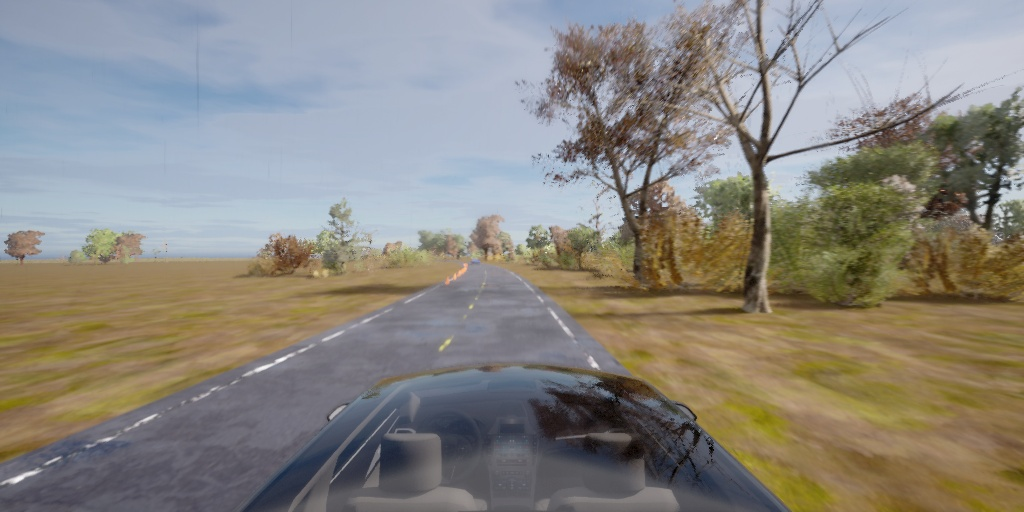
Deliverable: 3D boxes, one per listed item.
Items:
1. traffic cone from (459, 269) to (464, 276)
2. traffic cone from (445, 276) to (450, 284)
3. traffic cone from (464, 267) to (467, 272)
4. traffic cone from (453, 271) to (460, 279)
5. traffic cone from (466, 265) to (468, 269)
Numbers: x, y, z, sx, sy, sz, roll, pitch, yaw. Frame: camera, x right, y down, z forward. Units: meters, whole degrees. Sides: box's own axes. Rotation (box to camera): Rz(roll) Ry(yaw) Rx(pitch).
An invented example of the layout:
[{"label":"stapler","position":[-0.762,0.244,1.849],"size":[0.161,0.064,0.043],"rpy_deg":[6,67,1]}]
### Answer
[{"label":"traffic cone","position":[-5.305,1.754,36.315],"size":[0.340,0.580,0.340],"rpy_deg":[0,0,-4]},{"label":"traffic cone","position":[-4.733,1.744,26.386],"size":[0.340,0.580,0.340],"rpy_deg":[0,0,-3]},{"label":"traffic cone","position":[-5.667,1.760,41.274],"size":[0.340,0.580,0.340],"rpy_deg":[0,0,-4]},{"label":"traffic cone","position":[-4.994,1.749,31.352],"size":[0.340,0.580,0.340],"rpy_deg":[0,0,-3]},{"label":"traffic cone","position":[-6.079,1.767,46.230],"size":[0.340,0.580,0.340],"rpy_deg":[0,0,-5]}]
